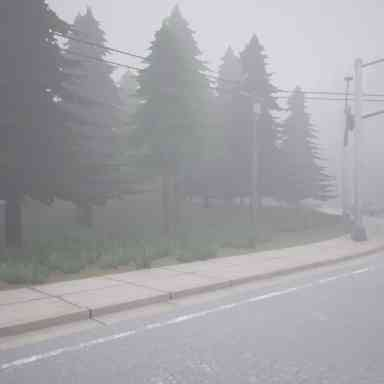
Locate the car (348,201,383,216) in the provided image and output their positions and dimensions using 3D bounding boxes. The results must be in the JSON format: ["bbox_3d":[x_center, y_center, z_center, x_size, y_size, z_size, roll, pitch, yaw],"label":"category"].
[{"bbox_3d":[17.269,1.601,32.381,1.895,1.301,4.718,0,0,-5],"label":"car"}]

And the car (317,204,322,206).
[{"bbox_3d":[14.402,1.548,43.369,2.033,1.411,5.357,0,0,-27],"label":"car"}]
